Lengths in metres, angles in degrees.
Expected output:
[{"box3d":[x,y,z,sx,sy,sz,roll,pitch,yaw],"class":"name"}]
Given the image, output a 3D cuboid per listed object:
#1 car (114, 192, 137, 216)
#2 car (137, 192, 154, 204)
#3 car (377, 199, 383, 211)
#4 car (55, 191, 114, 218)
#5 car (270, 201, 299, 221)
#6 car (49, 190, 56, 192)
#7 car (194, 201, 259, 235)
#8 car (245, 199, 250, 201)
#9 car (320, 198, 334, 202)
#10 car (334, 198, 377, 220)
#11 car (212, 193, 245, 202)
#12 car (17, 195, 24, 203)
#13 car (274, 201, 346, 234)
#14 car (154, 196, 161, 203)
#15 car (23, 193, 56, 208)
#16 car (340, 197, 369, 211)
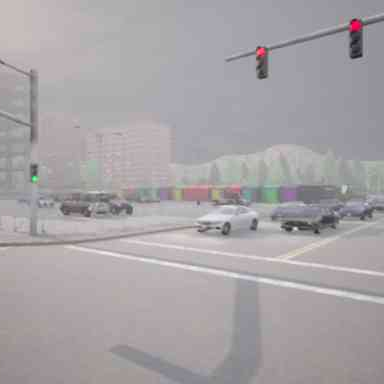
[{"box3d":[-7.162,1.068,29.859,3.866,1.878,1.905,0,0,37],"class":"car"},{"box3d":[-9.210,0.988,56.095,4.605,1.855,1.932,0,0,37],"class":"car"},{"box3d":[20.000,1.447,35.356,2.033,1.411,5.357,0,0,39],"class":"car"},{"box3d":[-8.963,1.071,27.592,4.605,1.855,1.932,0,0,37],"class":"car"},{"box3d":[7.737,1.451,25.714,1.812,1.442,4.674,0,0,39],"class":"car"},{"box3d":[-24.547,0.972,60.830,4.605,1.855,1.932,0,0,37],"class":"car"},{"box3d":[2.078,1.471,18.579,1.812,1.442,4.674,0,0,40],"class":"car"},{"box3d":[6.490,1.257,47.768,3.806,1.475,1.970,0,0,37],"class":"car"},{"box3d":[13.487,1.397,32.864,2.128,1.511,4.902,0,0,39],"class":"car"},{"box3d":[13.392,1.448,27.159,1.812,1.442,4.674,0,0,39],"class":"car"},{"box3d":[4.723,1.024,45.474,3.866,1.878,1.905,0,0,37],"class":"car"},{"box3d":[-27.895,1.227,56.368,3.806,1.475,1.970,0,0,37],"class":"car"},{"box3d":[6.941,1.492,19.132,2.033,1.411,5.357,0,0,38],"class":"car"},{"box3d":[-7.400,1.192,58.358,3.905,1.438,1.784,0,0,37],"class":"car"},{"box3d":[-19.398,1.268,42.615,3.806,1.475,1.970,0,0,37],"class":"car"},{"box3d":[20.138,1.430,41.062,2.033,1.411,5.357,0,0,40],"class":"car"}]
